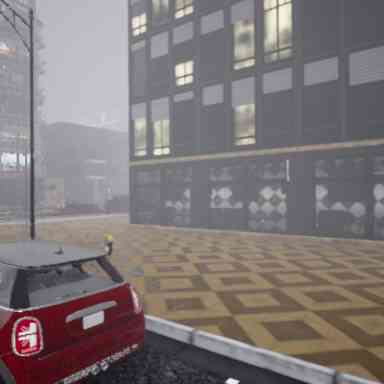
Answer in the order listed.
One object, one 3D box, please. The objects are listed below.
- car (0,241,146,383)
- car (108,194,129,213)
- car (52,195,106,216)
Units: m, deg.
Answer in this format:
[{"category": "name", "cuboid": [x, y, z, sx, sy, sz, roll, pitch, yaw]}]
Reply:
[{"category": "car", "cuboid": [-2.667, 1.430, 4.797, 4.097, 1.590, 1.967, 0, -1, 36]}, {"category": "car", "cuboid": [-6.915, 1.164, 34.338, 2.192, 1.841, 5.009, -1, 0, 36]}, {"category": "car", "cuboid": [-10.234, 1.301, 29.837, 1.967, 1.590, 4.097, -1, 0, 36]}]
